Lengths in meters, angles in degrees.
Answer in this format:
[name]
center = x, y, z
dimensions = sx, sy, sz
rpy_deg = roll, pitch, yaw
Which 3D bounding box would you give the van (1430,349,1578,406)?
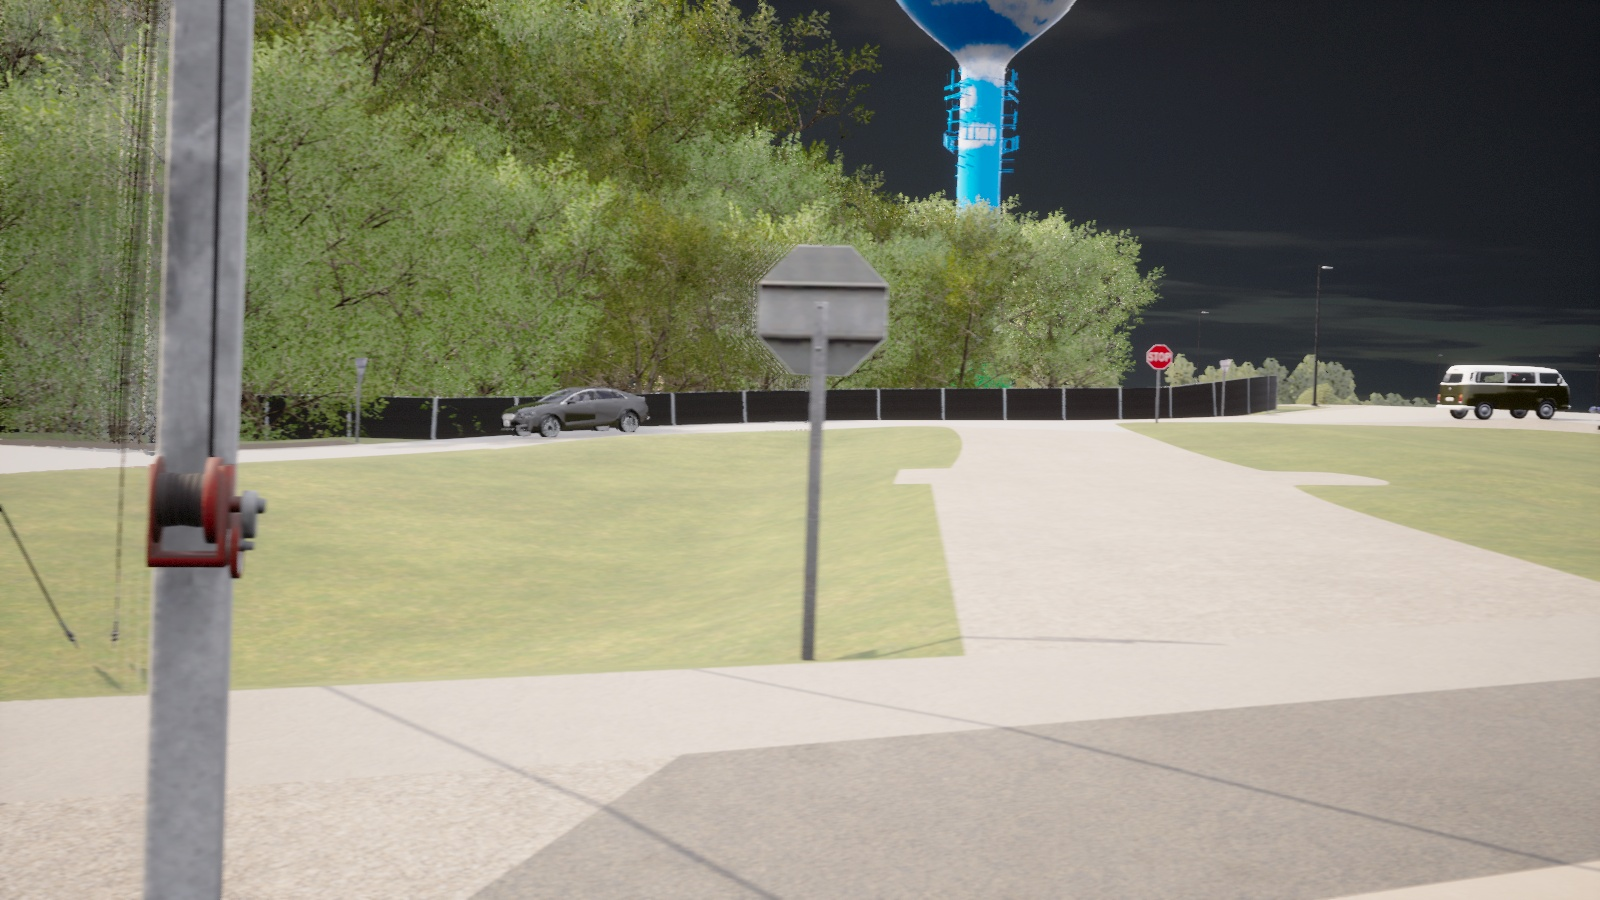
[van]
center = 26.607, -2.750, 47.520
dimensions = 4.480, 2.038, 2.069
rpy_deg = -1, 3, -6

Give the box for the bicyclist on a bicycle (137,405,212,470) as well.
[bicyclist on a bicycle]
center = -16.097, -0.338, 32.333
dimensions = 1.656, 1.620, 0.582
rpy_deg = -2, 1, -32

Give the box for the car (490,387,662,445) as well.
[car]
center = -7.049, -1.110, 39.798
dimensions = 4.902, 1.511, 2.128
rpy_deg = -6, 5, -41
